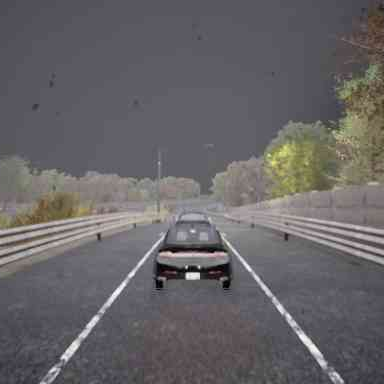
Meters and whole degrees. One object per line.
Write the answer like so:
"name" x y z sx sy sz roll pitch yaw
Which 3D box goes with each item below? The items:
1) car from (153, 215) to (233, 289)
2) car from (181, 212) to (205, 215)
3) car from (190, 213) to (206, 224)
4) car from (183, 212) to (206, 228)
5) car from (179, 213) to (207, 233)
"car" 0.024 1.605 9.433 2.128 1.511 4.902 0 -1 0
"car" 0.052 1.861 18.606 1.882 1.535 5.008 0 -2 0
"car" 0.781 3.376 43.026 1.895 1.301 4.718 0 -4 3
"car" 0.347 2.613 32.172 2.033 1.411 5.357 0 -4 2
"car" 0.121 2.252 24.810 1.895 1.301 4.718 0 -3 1
